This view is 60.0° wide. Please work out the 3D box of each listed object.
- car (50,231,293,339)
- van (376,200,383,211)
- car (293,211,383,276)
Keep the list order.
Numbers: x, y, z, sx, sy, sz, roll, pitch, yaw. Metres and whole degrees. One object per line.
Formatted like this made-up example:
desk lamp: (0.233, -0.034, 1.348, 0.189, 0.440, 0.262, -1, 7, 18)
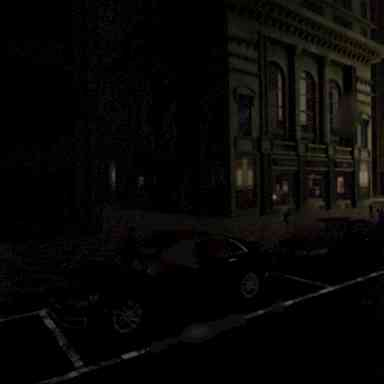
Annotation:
car: (-0.356, 1.484, 6.397, 4.403, 1.369, 2.008, -1, 1, -35)
van: (8.821, 1.049, 12.934, 3.998, 1.788, 1.690, -1, 1, -35)
car: (4.236, 1.402, 9.667, 4.206, 1.307, 1.802, -1, 1, -35)
